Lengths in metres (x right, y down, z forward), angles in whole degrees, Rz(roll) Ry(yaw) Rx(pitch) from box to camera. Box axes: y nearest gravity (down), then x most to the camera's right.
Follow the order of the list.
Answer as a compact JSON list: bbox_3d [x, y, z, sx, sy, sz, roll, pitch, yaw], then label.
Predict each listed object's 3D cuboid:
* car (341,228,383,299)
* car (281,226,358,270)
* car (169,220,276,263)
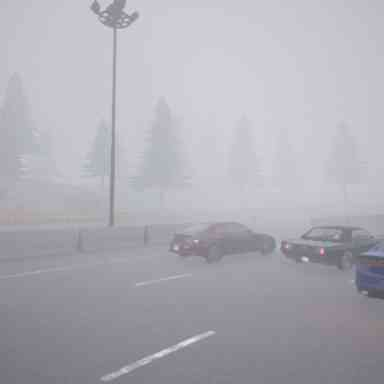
[{"bbox_3d":[5.806,1.642,7.838,5.008,1.535,1.882,1,-2,-37],"label":"car"},{"bbox_3d":[5.424,1.865,11.840,4.718,1.301,1.895,1,-2,-35],"label":"car"},{"bbox_3d":[1.290,1.832,13.177,4.674,1.442,1.812,1,-2,-37],"label":"car"}]
